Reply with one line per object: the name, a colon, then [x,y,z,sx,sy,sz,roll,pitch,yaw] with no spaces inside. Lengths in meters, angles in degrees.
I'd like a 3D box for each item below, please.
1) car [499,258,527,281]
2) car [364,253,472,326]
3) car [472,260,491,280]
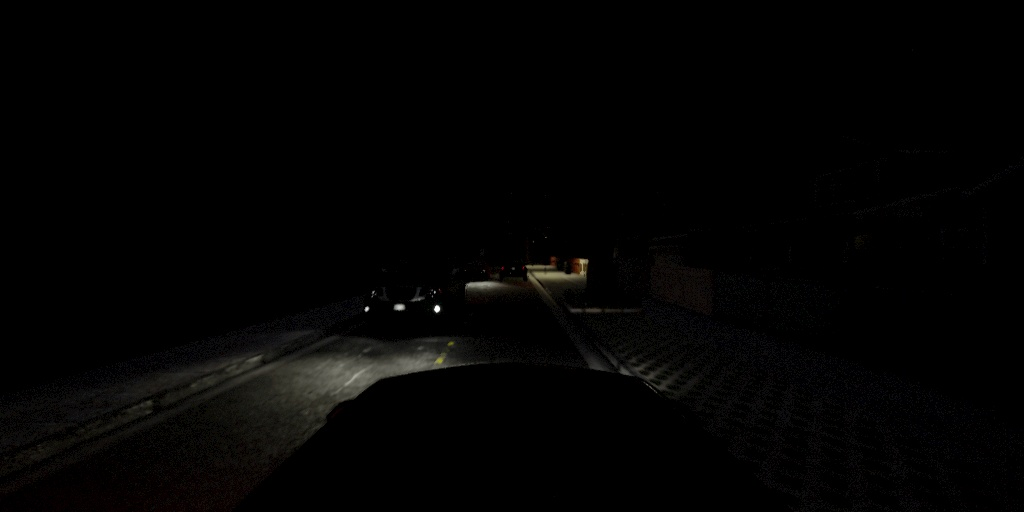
car: [0.101,0.938,28.358,2.097,1.767,4.553,0,0,0]
car: [-2.835,0.931,11.823,2.150,2.045,5.566,0,0,0]
car: [-2.751,1.060,28.706,1.882,1.535,5.008,0,0,0]
